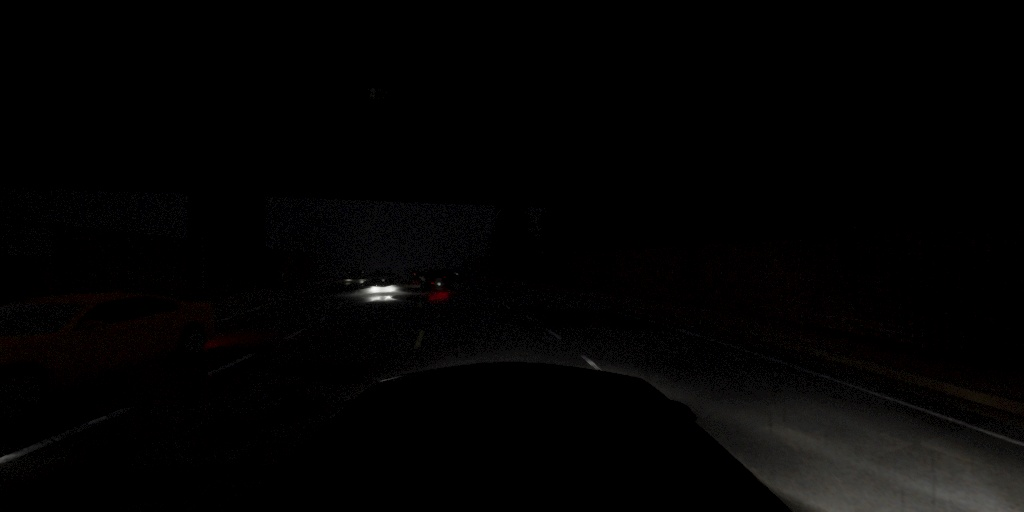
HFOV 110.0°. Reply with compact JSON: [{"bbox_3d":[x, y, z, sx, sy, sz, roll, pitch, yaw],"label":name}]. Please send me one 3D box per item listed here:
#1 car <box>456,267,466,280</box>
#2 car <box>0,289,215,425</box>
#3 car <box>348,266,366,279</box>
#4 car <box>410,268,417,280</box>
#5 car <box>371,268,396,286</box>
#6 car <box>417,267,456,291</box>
[{"bbox_3d":[-6.364,1.912,39.301,1.994,1.385,4.181,-1,-1,-19],"label":"car"},{"bbox_3d":[-7.474,1.394,6.068,1.882,1.535,5.008,0,-1,-8],"label":"car"},{"bbox_3d":[-20.044,2.039,46.520,1.882,1.535,5.008,-1,-1,-19],"label":"car"},{"bbox_3d":[-10.475,2.025,40.510,1.895,1.301,4.718,-1,-1,-19],"label":"car"},{"bbox_3d":[-11.648,1.825,32.557,2.128,1.511,4.902,-1,-1,-19],"label":"car"},{"bbox_3d":[-5.634,1.667,26.265,1.837,1.490,4.892,-1,-1,-18],"label":"car"}]
